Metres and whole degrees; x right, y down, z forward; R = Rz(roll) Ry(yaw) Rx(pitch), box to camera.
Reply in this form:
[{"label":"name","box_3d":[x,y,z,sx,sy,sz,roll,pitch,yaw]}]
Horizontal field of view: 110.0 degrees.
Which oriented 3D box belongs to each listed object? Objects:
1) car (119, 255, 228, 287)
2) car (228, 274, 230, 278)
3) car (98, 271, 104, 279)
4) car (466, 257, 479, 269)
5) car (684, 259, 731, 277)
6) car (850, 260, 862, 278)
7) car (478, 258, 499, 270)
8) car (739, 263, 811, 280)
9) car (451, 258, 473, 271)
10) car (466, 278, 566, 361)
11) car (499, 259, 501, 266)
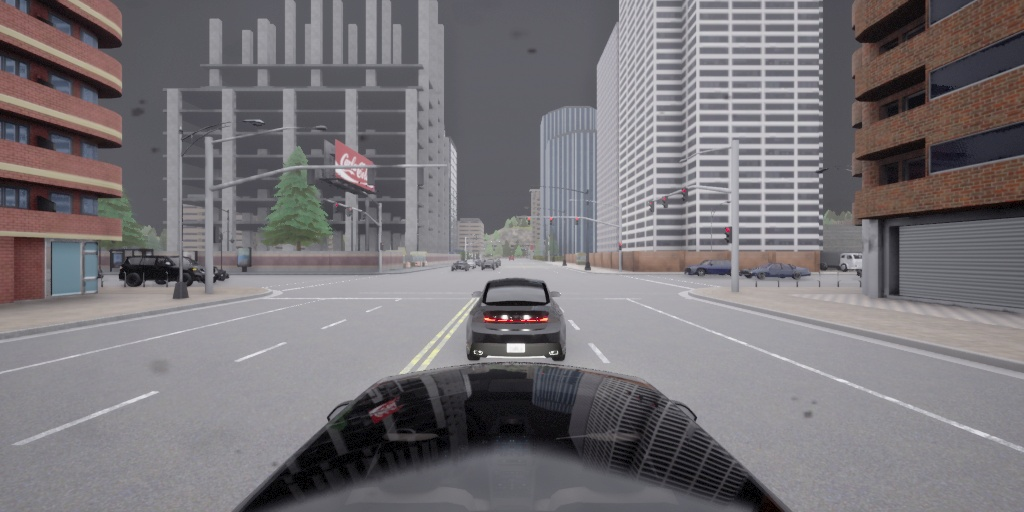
[{"label":"car","box_3d":[-22.808,0.972,24.015,5.566,2.045,2.150,0,0,0]},{"label":"car","box_3d":[-24.285,1.314,27.515,4.181,1.385,1.994,0,0,0]},{"label":"car","box_3d":[-34.871,1.297,27.514,5.357,1.411,2.033,0,0,0]},{"label":"car","box_3d":[-6.807,1.276,56.725,1.812,1.442,4.674,0,0,0]},{"label":"car","box_3d":[19.223,1.102,34.728,4.553,1.767,2.097,0,0,0]},{"label":"car","box_3d":[32.724,1.314,31.217,4.181,1.385,1.994,0,0,0]},{"label":"car","box_3d":[-3.339,1.255,51.530,1.837,1.490,4.892,0,0,0]},{"label":"car","box_3d":[22.812,1.297,31.229,5.357,1.411,2.033,0,0,0]},{"label":"car","box_3d":[-6.859,1.314,47.979,1.994,1.385,4.181,0,0,0]},{"label":"car","box_3d":[0.095,1.255,8.268,1.837,1.490,4.892,0,0,1]},{"label":"car","box_3d":[-3.274,1.227,60.977,1.882,1.535,5.008,0,0,1]}]
